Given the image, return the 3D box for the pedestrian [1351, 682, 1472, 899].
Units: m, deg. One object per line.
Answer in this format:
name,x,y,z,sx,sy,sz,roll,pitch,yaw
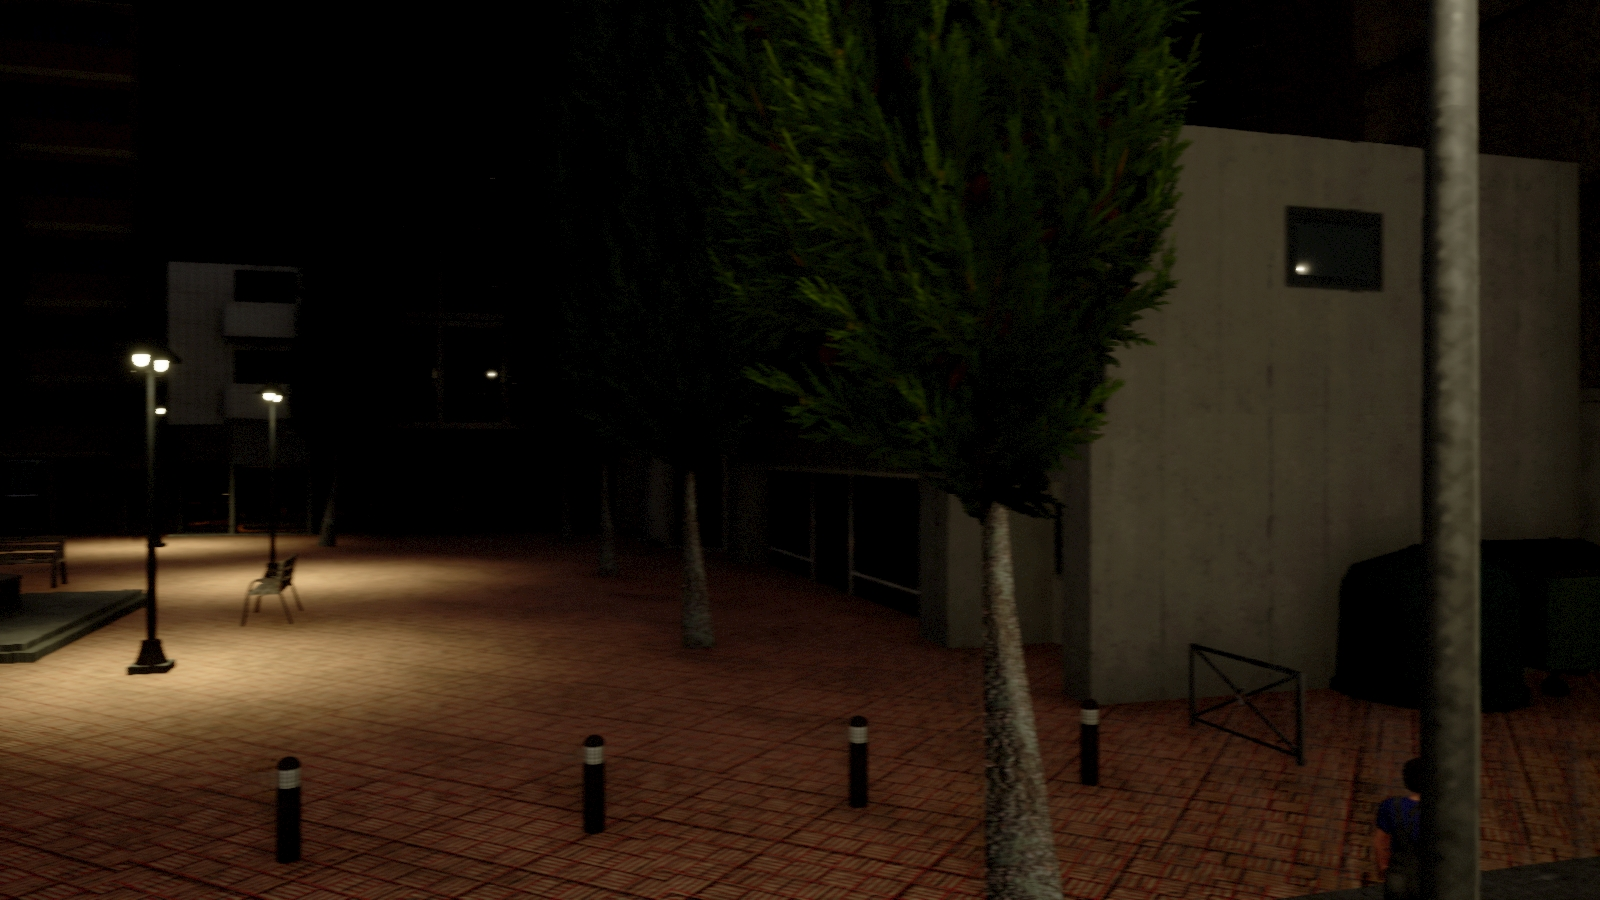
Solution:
pedestrian,2.883,1.799,5.390,0.375,1.300,0.375,0,0,-35
